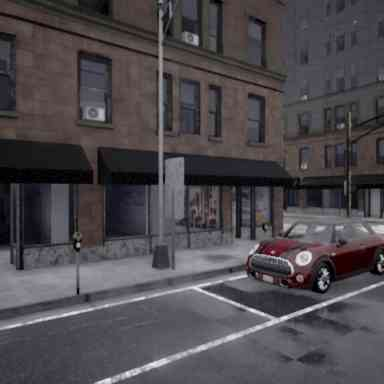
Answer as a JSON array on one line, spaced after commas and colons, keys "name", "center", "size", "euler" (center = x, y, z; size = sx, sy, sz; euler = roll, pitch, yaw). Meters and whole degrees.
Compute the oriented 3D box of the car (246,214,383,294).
[{"name": "car", "center": [3.312, 1.433, 8.721], "size": [4.097, 1.590, 1.967], "euler": [0, 0, -37]}]
